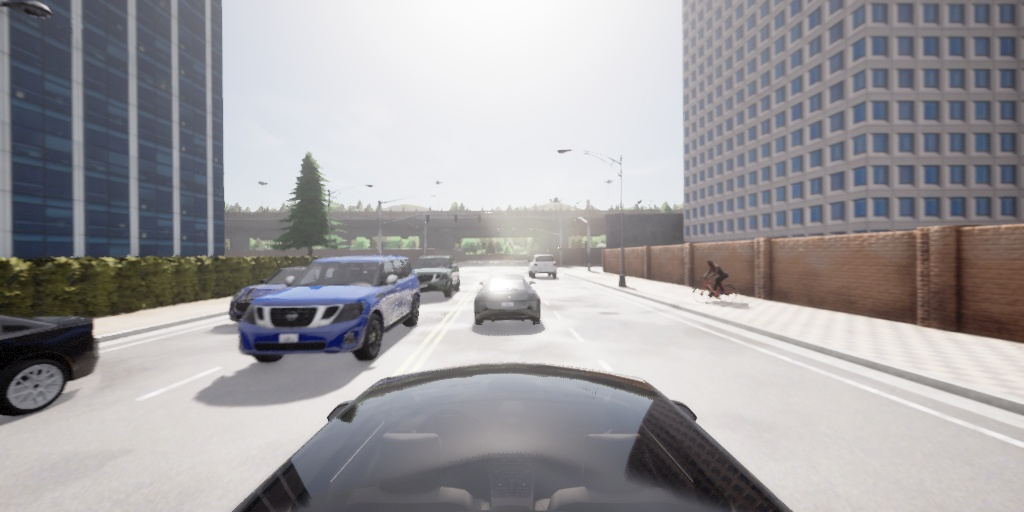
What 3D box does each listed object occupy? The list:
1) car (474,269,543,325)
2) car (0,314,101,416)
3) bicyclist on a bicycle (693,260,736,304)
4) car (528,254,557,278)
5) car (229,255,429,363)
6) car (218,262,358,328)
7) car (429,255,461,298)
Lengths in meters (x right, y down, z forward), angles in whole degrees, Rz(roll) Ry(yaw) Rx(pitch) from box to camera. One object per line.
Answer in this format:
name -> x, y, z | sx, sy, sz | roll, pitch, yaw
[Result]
car -> -0.160, 1.296, 11.873 | 1.994, 1.385, 4.181 | -1, 0, -1
car -> -7.100, 1.293, 3.227 | 1.882, 1.535, 5.008 | -1, 0, -1
bicyclist on a bicycle -> 7.478, 0.956, 13.249 | 1.656, 1.620, 0.582 | 0, 0, -2
car -> 2.704, 0.886, 32.355 | 2.150, 2.045, 5.566 | -1, 0, -2
car -> -3.748, 0.994, 8.653 | 2.150, 2.045, 5.566 | -1, 0, -2
car -> -7.349, 1.152, 12.477 | 2.097, 1.767, 4.553 | -1, 0, -2
car -> -4.018, 0.977, 18.878 | 2.150, 2.045, 5.566 | -1, 0, -2
